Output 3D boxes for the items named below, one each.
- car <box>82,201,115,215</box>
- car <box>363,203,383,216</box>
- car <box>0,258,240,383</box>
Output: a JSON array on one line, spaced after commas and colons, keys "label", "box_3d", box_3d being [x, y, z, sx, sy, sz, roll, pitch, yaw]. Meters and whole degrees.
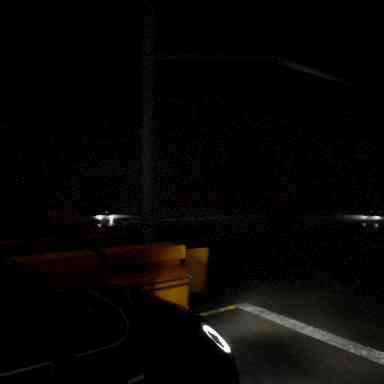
[{"label": "car", "box_3d": [-10.013, 1.636, 35.181, 2.033, 1.411, 5.357, 1, 0, -36]}, {"label": "car", "box_3d": [20.170, 1.834, 35.577, 4.181, 1.385, 1.994, 1, 0, -35]}, {"label": "car", "box_3d": [-1.742, 1.351, 2.606, 4.553, 1.767, 2.097, 1, 0, -37]}]
